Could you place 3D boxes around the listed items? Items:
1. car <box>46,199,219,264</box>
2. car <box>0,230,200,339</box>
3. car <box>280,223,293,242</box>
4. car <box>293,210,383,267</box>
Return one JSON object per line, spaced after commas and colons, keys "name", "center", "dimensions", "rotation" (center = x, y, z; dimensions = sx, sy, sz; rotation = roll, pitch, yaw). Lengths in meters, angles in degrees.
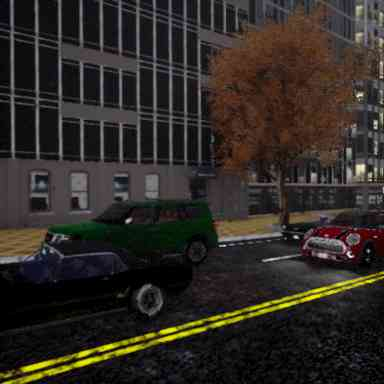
{"name": "car", "center": [-1.684, 1.265, 10.466], "dimensions": [5.566, 2.045, 2.150], "rotation": [1, 0, -35]}
{"name": "car", "center": [-2.377, 1.612, 5.984], "dimensions": [4.718, 1.301, 1.895], "rotation": [1, 0, -35]}
{"name": "car", "center": [6.500, 1.754, 16.284], "dimensions": [4.718, 1.301, 1.895], "rotation": [1, 0, -35]}
{"name": "car", "center": [6.038, 1.476, 11.969], "dimensions": [4.553, 1.767, 2.097], "rotation": [1, 0, -35]}
